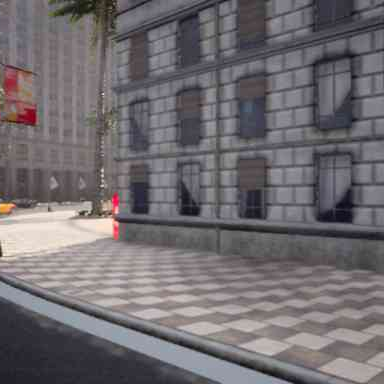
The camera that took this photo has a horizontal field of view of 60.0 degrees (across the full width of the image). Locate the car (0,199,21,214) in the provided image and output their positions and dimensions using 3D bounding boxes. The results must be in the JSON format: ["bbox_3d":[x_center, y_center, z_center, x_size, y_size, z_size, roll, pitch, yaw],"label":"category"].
[{"bbox_3d":[-20.458,1.534,34.815,2.097,1.767,4.553,0,0,3],"label":"car"}]

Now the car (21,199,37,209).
[{"bbox_3d":[-24.547,1.741,47.363,1.837,1.490,4.892,-1,-1,25],"label":"car"}]
